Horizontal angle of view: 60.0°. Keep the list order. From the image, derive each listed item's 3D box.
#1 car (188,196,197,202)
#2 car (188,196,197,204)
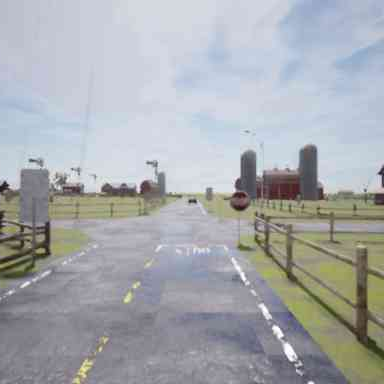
[{"bbox_3d":[0.161,1.754,80.926,1.994,1.385,4.181,0,0,0],"label":"car"},{"bbox_3d":[0.139,1.786,70.503,1.882,1.535,5.008,0,0,0],"label":"car"}]
